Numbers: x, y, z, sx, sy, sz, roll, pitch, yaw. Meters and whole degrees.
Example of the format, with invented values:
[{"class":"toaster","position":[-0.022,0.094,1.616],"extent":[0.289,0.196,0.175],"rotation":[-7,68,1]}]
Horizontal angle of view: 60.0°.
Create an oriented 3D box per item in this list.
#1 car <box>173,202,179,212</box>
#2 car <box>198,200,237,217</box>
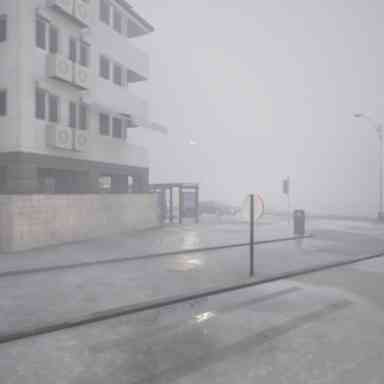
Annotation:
[{"class":"car","position":[-3.194,1.569,38.952],"extent":[1.812,1.442,4.674],"rotation":[0,0,-36]},{"class":"car","position":[2.182,1.535,31.400],"extent":[2.128,1.511,4.902],"rotation":[0,0,-36]}]
